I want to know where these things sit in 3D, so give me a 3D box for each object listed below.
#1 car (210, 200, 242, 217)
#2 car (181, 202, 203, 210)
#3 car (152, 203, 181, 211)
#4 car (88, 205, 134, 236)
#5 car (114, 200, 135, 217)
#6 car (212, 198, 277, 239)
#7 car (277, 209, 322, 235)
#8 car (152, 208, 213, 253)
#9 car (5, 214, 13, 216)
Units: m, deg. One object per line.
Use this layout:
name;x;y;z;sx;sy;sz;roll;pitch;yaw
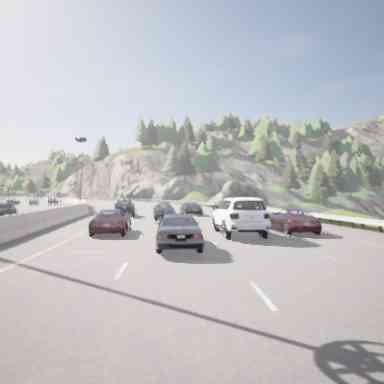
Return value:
car;3.507;1.690;35.464;2.128;1.511;4.902;0;0;-11
car;-0.149;1.769;35.910;1.994;1.385;4.181;0;0;-11
car;-2.587;1.721;30.044;2.033;1.411;5.357;0;0;-10
car;-4.627;1.678;19.120;1.994;1.385;4.181;0;0;-6
car;-6.961;1.554;34.282;2.097;1.767;4.553;0;0;-11
car;2.534;1.323;18.213;2.150;2.045;5.566;0;0;-6
car;5.874;1.670;19.558;1.994;1.385;4.181;0;0;-6
car;-0.597;1.629;14.127;2.033;1.411;5.357;0;0;-5
car;-16.876;1.688;29.232;1.837;1.490;4.892;0;0;-10
